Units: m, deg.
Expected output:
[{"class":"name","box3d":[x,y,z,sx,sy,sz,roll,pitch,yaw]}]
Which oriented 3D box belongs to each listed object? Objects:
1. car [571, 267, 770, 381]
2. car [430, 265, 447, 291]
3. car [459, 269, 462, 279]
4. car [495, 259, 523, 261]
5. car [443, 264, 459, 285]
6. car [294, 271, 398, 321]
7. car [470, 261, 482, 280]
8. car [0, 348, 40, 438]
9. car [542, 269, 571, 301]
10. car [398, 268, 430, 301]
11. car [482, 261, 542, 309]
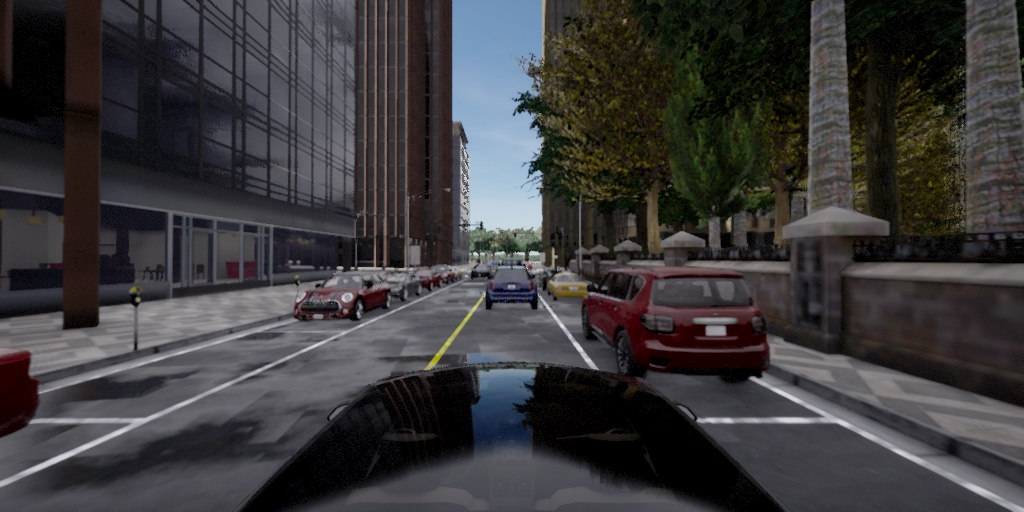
[{"class":"car","box3d":[2.757,1.116,7.228,2.192,1.841,5.009,0,0,0]},{"class":"car","box3d":[-5.787,1.501,23.585,1.888,1.381,4.507,0,0,0]},{"class":"car","box3d":[-5.799,1.585,34.329,1.751,1.417,4.829,0,0,0]},{"class":"car","box3d":[-0.031,1.242,30.870,2.150,2.045,5.566,0,0,0]},{"class":"car","box3d":[-5.793,1.448,29.042,1.967,1.591,4.097,0,0,0]},{"class":"car","box3d":[-5.775,1.293,12.672,1.967,1.591,4.097,0,0,0]},{"class":"car","box3d":[-3.044,1.554,36.113,1.882,1.535,5.008,0,-1,0]},{"class":"car","box3d":[-5.762,1.296,1.758,1.888,1.381,4.507,0,0,0]},{"class":"car","box3d":[2.744,1.430,18.311,1.751,1.417,4.829,0,0,0]},{"class":"car","box3d":[-5.781,1.455,18.129,2.007,1.370,4.403,0,0,0]},{"class":"car","box3d":[-0.013,1.234,15.920,2.097,1.767,4.553,0,-1,0]}]
